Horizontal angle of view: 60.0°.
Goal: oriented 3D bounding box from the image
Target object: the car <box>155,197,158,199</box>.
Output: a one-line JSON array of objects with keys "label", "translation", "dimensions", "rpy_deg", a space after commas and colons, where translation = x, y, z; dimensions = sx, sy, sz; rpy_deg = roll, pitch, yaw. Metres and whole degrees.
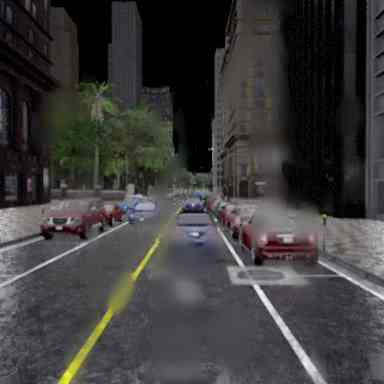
[{"label": "car", "translation": [-5.765, 1.363, 49.485], "dimensions": [1.802, 1.307, 4.206], "rpy_deg": [0, 0, 0]}]

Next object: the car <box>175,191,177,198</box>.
[{"label": "car", "translation": [-5.765, 1.041, 86.763], "dimensions": [1.967, 1.590, 4.097], "rpy_deg": [0, 0, 0]}]

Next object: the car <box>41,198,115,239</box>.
[{"label": "car", "translation": [-5.767, 1.238, 16.928], "dimensions": [2.192, 1.841, 5.009], "rpy_deg": [0, 0, 0]}]

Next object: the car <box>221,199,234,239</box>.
[{"label": "car", "translation": [2.759, 1.363, 16.916], "dimensions": [1.967, 1.590, 4.097], "rpy_deg": [0, 0, 0]}]

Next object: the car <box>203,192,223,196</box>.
[{"label": "car", "translation": [2.759, 1.145, 38.616], "dimensions": [2.192, 1.841, 5.009], "rpy_deg": [0, 0, 0]}]

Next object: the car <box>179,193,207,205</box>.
[{"label": "car", "translation": [0.096, 1.209, 32.388], "dimensions": [2.097, 1.767, 4.553], "rpy_deg": [0, 0, 0]}]

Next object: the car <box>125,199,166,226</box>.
[{"label": "car", "translation": [-3.101, 1.423, 22.844], "dimensions": [1.812, 1.442, 4.674], "rpy_deg": [0, 0, 0]}]

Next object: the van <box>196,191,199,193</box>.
[{"label": "van", "translation": [2.760, 0.914, 92.164], "dimensions": [1.690, 1.788, 3.998], "rpy_deg": [0, 0, 0]}]

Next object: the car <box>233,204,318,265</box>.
[{"label": "car", "translation": [2.759, 1.387, 11.491], "dimensions": [1.967, 1.590, 4.097], "rpy_deg": [0, 0, 0]}]

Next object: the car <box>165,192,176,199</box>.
[{"label": "car", "translation": [-5.765, 1.179, 81.344], "dimensions": [2.008, 1.369, 4.403], "rpy_deg": [0, 0, 0]}]

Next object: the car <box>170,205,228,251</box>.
[{"label": "car", "translation": [0.095, 1.484, 13.830], "dimensions": [2.033, 1.411, 5.357], "rpy_deg": [0, 0, 0]}]

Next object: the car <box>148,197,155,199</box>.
[{"label": "car", "translation": [-5.766, 1.270, 38.632], "dimensions": [1.967, 1.590, 4.097], "rpy_deg": [0, 0, 0]}]

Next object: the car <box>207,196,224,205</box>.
[{"label": "car", "translation": [2.760, 1.378, 33.361], "dimensions": [1.752, 1.417, 4.829], "rpy_deg": [0, 0, 0]}]

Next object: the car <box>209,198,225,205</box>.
[{"label": "car", "translation": [2.760, 1.427, 27.766], "dimensions": [2.008, 1.369, 4.403], "rpy_deg": [0, 0, 0]}]

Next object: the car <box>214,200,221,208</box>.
[{"label": "car", "translation": [2.758, 1.444, 22.342], "dimensions": [1.887, 1.381, 4.507], "rpy_deg": [0, 0, 0]}]

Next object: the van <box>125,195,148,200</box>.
[{"label": "van", "translation": [-5.766, 1.194, 33.206], "dimensions": [1.690, 1.788, 3.998], "rpy_deg": [0, 0, 0]}]

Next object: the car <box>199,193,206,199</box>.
[{"label": "car", "translation": [2.761, 1.125, 86.914], "dimensions": [1.752, 1.417, 4.829], "rpy_deg": [0, 0, 0]}]

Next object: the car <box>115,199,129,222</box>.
[{"label": "car", "translation": [-5.766, 1.444, 22.354], "dimensions": [1.887, 1.381, 4.507], "rpy_deg": [0, 0, 0]}]

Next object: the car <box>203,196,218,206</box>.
[{"label": "car", "translation": [2.760, 1.347, 49.467], "dimensions": [1.947, 1.339, 4.313], "rpy_deg": [0, 0, 0]}]
